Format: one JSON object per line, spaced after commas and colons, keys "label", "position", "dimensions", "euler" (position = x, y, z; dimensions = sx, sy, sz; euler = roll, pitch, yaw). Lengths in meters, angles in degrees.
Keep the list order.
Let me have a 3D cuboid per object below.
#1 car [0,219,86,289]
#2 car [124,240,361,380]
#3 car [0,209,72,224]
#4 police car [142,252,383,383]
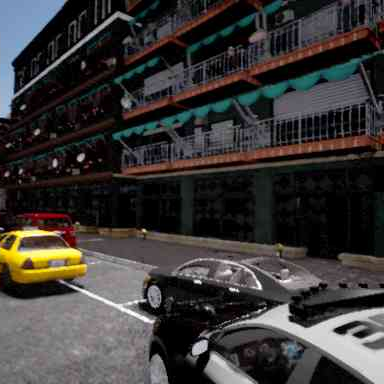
{"label": "car", "position": [-5.170, 1.842, 10.378], "dimensions": [1.801, 1.575, 5.366], "euler": [4, -4, -43]}
{"label": "car", "position": [0.699, 1.890, 6.703], "dimensions": [2.008, 1.369, 4.403], "euler": [4, -4, -43]}
{"label": "car", "position": [-6.983, 1.875, 14.957], "dimensions": [2.192, 1.841, 5.009], "euler": [4, -4, -43]}
{"label": "police car", "position": [1.143, 1.589, 2.728], "dimensions": [1.930, 1.638, 5.238], "euler": [2, -3, -27]}
